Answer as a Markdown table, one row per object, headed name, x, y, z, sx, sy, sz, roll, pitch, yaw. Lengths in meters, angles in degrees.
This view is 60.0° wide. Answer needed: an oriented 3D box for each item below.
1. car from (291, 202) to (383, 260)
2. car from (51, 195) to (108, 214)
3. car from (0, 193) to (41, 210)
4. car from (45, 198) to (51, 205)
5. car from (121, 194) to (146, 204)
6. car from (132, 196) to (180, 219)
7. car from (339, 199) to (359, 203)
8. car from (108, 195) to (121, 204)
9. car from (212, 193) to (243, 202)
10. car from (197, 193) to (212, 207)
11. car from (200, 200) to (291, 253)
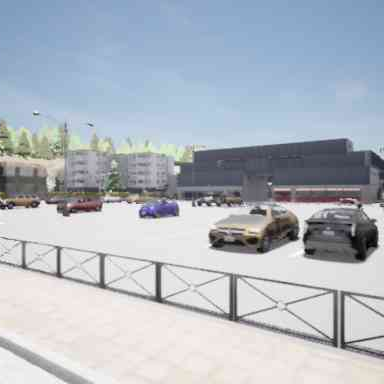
| name | x | y | z | sx | sy | sz | roll | pitch | yaw |
| --- | --- | --- | --- | --- | --- | --- | --- | --- | --- |
| car | 5.312 | 1.318 | 11.753 | 2.007 | 1.523 | 4.514 | 0 | 0 | 35 |
| car | -10.834 | 1.281 | 32.291 | 2.007 | 1.523 | 4.514 | 0 | 0 | 35 |
| car | -20.662 | 1.089 | 39.979 | 1.932 | 1.855 | 4.605 | 0 | 0 | 35 |
| car | -20.655 | 1.276 | 52.161 | 2.007 | 1.523 | 4.514 | 0 | 0 | 35 |
| car | -8.170 | 1.111 | 52.469 | 2.152 | 1.636 | 5.027 | 0 | 0 | 35 |
| car | -2.650 | 1.295 | 26.558 | 1.845 | 1.501 | 3.633 | 0 | 0 | 35 |
| car | 13.470 | 1.331 | 28.749 | 1.970 | 1.475 | 3.806 | 0 | 0 | 35 |
| car | -13.626 | 1.195 | 55.863 | 1.970 | 1.475 | 3.806 | 0 | 0 | 35 |
| car | 4.962 | 1.042 | 43.855 | 1.932 | 1.855 | 4.605 | 0 | 0 | 35 |
| car | 2.340 | 1.025 | 45.173 | 1.905 | 1.878 | 3.866 | 0 | 0 | 35 |
| car | 2.705 | 1.311 | 13.499 | 2.152 | 1.636 | 5.027 | 0 | 0 | 35 |
